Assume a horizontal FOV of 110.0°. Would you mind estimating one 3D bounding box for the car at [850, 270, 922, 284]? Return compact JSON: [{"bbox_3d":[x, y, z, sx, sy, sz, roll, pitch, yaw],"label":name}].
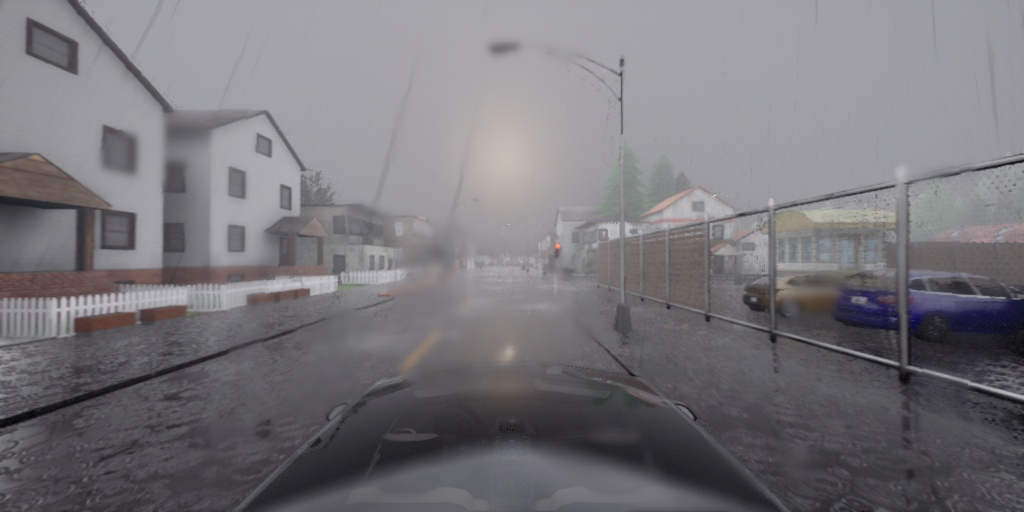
[{"bbox_3d":[36.327,1.742,34.916,4.674,1.442,1.812,0,-1,0],"label":"car"}]
